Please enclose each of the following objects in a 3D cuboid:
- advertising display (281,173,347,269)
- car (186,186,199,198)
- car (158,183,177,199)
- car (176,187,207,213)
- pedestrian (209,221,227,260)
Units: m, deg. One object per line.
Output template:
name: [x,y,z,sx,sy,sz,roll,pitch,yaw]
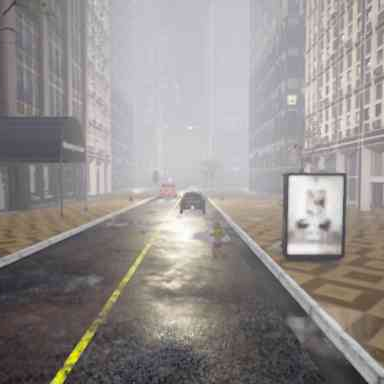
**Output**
advertising display: [3.147,0.731,8.612,1.540,2.440,0.280,1,2,0]
car: [0.093,-0.033,47.059,1.812,1.442,4.674,0,2,0]
car: [-3.080,-0.216,43.400,2.150,2.045,5.566,0,2,0]
car: [0.058,0.685,24.562,1.837,1.490,4.892,0,2,0]
pedestrian: [0.763,1.361,9.243,0.500,1.100,0.500,-1,2,-1]
